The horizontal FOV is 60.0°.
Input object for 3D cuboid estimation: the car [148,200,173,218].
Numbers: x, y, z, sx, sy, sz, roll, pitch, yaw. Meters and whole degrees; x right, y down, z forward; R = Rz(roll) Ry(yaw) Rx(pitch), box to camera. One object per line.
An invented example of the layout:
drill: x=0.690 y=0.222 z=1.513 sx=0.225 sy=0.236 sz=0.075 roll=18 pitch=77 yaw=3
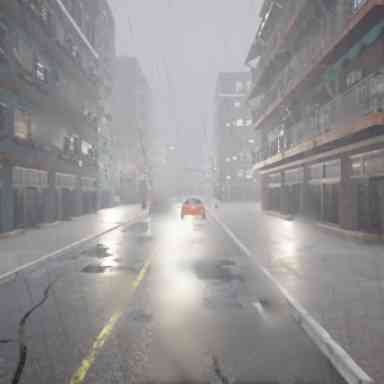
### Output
car: x=-2.784 y=1.445 z=30.312 sx=1.882 sy=1.535 sz=5.008 roll=0 pitch=0 yaw=0

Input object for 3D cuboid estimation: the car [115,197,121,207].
car: x=-13.534 y=1.519 z=53.118 sx=4.097 sy=1.590 sz=1.967 roll=-1 pitch=0 yaw=0

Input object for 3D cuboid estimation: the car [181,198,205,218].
car: x=0.086 y=1.322 z=29.693 sx=2.097 sy=1.767 sz=4.553 roll=0 pitch=0 yaw=0
